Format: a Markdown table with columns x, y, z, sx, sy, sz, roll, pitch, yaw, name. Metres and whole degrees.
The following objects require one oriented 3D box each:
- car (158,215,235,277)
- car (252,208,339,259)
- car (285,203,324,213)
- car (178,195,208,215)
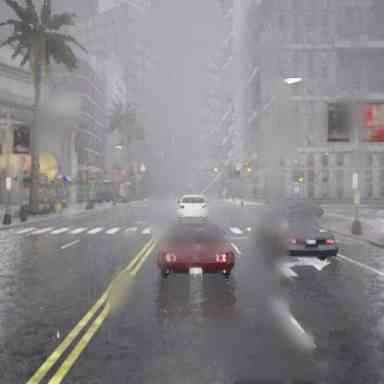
| x | y | z | sx | sy | sz | roll | pitch | yaw | name |
| --- | --- | --- | --- | --- | --- | --- | --- | --- | --- |
| 0.099 | 1.609 | 10.218 | 1.895 | 1.301 | 4.718 | 0 | 0 | 0 | car |
| 3.598 | 1.557 | 12.564 | 2.033 | 1.411 | 5.357 | 0 | 0 | 0 | car |
| 9.417 | 1.586 | 28.240 | 4.181 | 1.385 | 1.994 | 0 | 0 | -39 | car |
| 0.096 | 1.241 | 26.035 | 2.150 | 2.045 | 5.566 | 0 | 0 | 0 | car |
